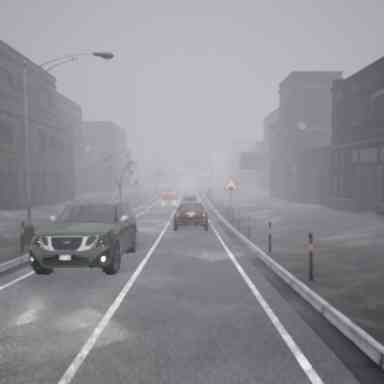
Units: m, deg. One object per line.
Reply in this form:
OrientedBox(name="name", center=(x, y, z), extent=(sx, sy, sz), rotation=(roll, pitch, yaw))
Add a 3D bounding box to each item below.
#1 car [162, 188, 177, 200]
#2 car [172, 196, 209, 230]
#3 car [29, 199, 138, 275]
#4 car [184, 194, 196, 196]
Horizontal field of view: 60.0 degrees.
OrientedBox(name="car", center=(-3.487, 0.214, 51.793), extent=(2.097, 1.767, 4.553), rotation=(0, 3, 0))
OrientedBox(name="car", center=(-0.065, 1.355, 21.558), extent=(2.097, 1.767, 4.553), rotation=(0, 1, 0))
OrientedBox(name="car", center=(-3.176, 1.282, 11.016), extent=(2.150, 2.045, 5.566), rotation=(0, 0, 0))
OrientedBox(name="car", center=(-0.223, 0.970, 40.233), extent=(1.837, 1.490, 4.892), rotation=(0, 3, 0))
